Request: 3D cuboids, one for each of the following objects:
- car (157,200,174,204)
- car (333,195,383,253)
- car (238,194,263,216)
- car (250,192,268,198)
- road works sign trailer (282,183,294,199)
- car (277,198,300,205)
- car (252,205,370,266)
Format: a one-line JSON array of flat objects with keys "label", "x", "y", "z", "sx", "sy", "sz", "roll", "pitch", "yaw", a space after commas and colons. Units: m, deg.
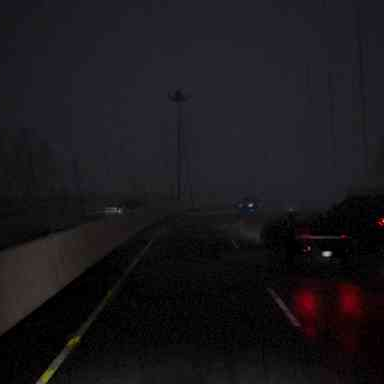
[{"label": "car", "x": -3.208, "y": 1.184, "z": 40.744, "sx": 2.128, "sy": 1.511, "sz": 4.902, "roll": 0, "pitch": 0, "yaw": 16}, {"label": "car", "x": 7.134, "y": 1.121, "z": 13.238, "sx": 2.150, "sy": 2.045, "sz": 5.566, "roll": 0, "pitch": 0, "yaw": 1}, {"label": "car", "x": 5.113, "y": 1.131, "z": 29.174, "sx": 2.097, "sy": 1.767, "sz": 4.553, "roll": 0, "pitch": 0, "yaw": 9}, {"label": "car", "x": 15.736, "y": 0.718, "z": 77.808, "sx": 2.033, "sy": 1.411, "sz": 5.357, "roll": 0, "pitch": 1, "yaw": 37}, {"label": "road works sign trailer", "x": 21.720, "y": -0.096, "z": 74.291, "sx": 2.380, "sy": 3.560, "sz": 2.880, "roll": 0, "pitch": 1, "yaw": 42}, {"label": "car", "x": 8.879, "y": 1.295, "z": 30.428, "sx": 1.812, "sy": 1.442, "sz": 4.674, "roll": 0, "pitch": 0, "yaw": 11}, {"label": "car", "x": 3.608, "y": 1.406, "z": 11.257, "sx": 2.128, "sy": 1.511, "sz": 4.902, "roll": 0, "pitch": 1, "yaw": 1}]
